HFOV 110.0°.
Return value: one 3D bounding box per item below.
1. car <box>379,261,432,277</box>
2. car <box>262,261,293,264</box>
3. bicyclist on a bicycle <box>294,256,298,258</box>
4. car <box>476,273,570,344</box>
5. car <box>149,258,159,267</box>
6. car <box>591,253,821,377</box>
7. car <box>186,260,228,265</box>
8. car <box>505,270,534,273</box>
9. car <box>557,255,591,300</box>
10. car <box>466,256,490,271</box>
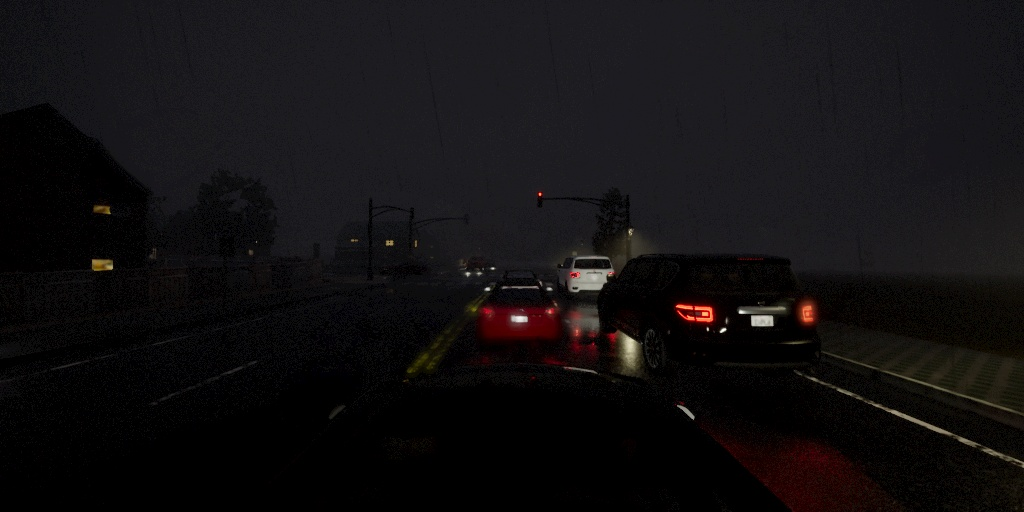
[{"bbox_3d":[-10.261,1.180,34.836,5.008,1.535,1.882,3,0,-37],"label":"car"},{"bbox_3d":[-20.871,0.940,33.229,4.892,1.490,1.837,1,-1,16],"label":"car"},{"bbox_3d":[-24.188,0.781,40.246,0.582,1.620,1.656,1,-1,16],"label":"bicyclist on a bicycle"},{"bbox_3d":[0.177,1.319,9.659,1.994,1.385,4.181,0,0,0],"label":"car"},{"bbox_3d":[-40.535,0.622,38.731,4.892,1.490,1.837,1,-1,16],"label":"car"},{"bbox_3d":[3.402,0.974,7.537,2.150,2.045,5.566,0,0,0],"label":"car"},{"bbox_3d":[-30.411,0.829,35.895,5.357,1.411,2.033,1,-1,16],"label":"car"},{"bbox_3d":[0.342,1.364,18.469,1.895,1.301,4.718,0,0,-3],"label":"car"},{"bbox_3d":[3.554,0.983,17.896,2.150,2.045,5.566,0,0,1],"label":"car"},{"bbox_3d":[-5.068,1.052,51.554,2.150,2.045,5.566,0,0,5],"label":"car"}]
